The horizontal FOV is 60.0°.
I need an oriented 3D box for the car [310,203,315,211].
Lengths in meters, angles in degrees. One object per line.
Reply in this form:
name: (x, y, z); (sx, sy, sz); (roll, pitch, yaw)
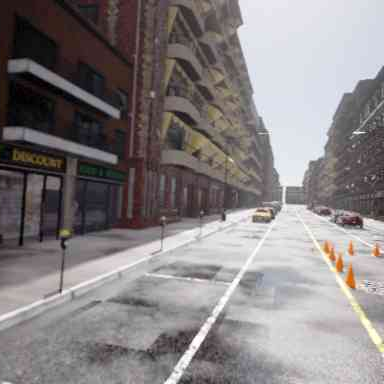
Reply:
car: (23.739, 3.170, 62.359); (1.967, 1.590, 4.097); (4, 0, 16)

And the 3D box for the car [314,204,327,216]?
car: (20.639, 3.005, 51.741); (1.887, 1.381, 4.507); (4, 0, 16)

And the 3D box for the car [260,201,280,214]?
car: (8.484, 2.084, 38.078); (2.192, 1.841, 5.009); (4, 0, 16)

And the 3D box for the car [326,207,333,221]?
car: (16.010, 2.621, 35.813); (2.008, 1.369, 4.403); (4, 0, 16)

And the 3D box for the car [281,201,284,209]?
car: (16.197, 2.744, 64.624); (2.192, 1.841, 5.009); (4, 0, 16)

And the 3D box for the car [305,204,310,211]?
car: (26.793, 3.317, 72.991); (2.192, 1.841, 5.009); (4, 0, 16)

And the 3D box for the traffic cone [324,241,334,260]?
traffic cone: (5.420, 2.318, 12.867); (0.340, 0.580, 0.340); (2, -1, 16)

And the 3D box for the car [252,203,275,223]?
car: (6.879, 2.164, 32.604); (1.752, 1.417, 4.829); (4, 0, 16)

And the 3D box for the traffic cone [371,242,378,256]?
traffic cone: (7.896, 2.438, 14.228); (0.340, 0.580, 0.340); (2, -1, 16)

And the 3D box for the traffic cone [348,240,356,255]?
traffic cone: (6.937, 2.400, 14.507); (0.340, 0.580, 0.340); (2, -1, 16)

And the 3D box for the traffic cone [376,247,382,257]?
traffic cone: (8.111, 2.561, 13.763); (0.580, 0.340, 0.340); (2, -1, 16)

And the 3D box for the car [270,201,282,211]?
car: (17.740, 2.880, 69.933); (2.192, 1.841, 5.009); (4, 0, 16)

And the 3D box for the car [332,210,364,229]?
car: (14.467, 2.489, 30.502); (1.887, 1.381, 4.507); (4, 0, 16)

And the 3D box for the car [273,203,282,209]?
car: (20.808, 3.407, 80.551); (1.947, 1.339, 4.313); (4, 0, 16)

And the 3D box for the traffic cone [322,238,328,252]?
traffic cone: (5.978, 2.361, 14.787); (0.340, 0.580, 0.340); (2, -1, 16)

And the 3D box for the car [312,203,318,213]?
car: (22.182, 3.139, 57.050); (1.887, 1.381, 4.507); (4, 0, 16)

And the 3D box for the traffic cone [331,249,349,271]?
traffic cone: (4.861, 2.274, 10.947); (0.340, 0.580, 0.340); (2, -1, 16)

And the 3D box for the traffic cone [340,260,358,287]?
traffic cone: (4.303, 2.230, 9.027); (0.340, 0.580, 0.340); (2, -1, 16)

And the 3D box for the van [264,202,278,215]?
van: (11.568, 2.368, 48.695); (1.690, 1.788, 3.998); (4, 0, 16)

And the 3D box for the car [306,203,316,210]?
car: (29.869, 3.723, 83.611); (1.967, 1.590, 4.097); (4, -1, 16)
